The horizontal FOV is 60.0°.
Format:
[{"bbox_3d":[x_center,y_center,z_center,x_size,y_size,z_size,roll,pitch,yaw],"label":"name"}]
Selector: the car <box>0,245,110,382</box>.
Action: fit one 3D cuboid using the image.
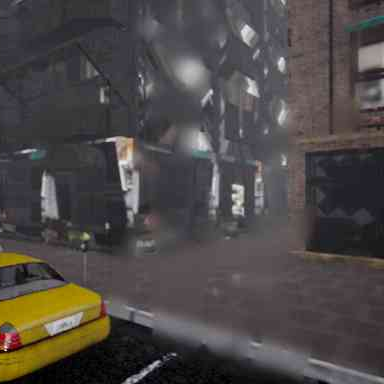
[{"bbox_3d":[-3.392,1.539,5.285,4.829,1.417,1.752,0,0,35],"label":"car"}]
